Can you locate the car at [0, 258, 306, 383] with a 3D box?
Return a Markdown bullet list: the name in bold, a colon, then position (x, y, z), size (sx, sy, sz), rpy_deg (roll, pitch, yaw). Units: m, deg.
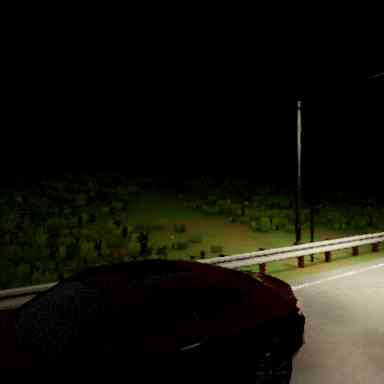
- **car**: position (-0.731, 1.524, 3.436), size (4.674, 1.442, 1.812), rpy_deg (-1, 0, -35)
